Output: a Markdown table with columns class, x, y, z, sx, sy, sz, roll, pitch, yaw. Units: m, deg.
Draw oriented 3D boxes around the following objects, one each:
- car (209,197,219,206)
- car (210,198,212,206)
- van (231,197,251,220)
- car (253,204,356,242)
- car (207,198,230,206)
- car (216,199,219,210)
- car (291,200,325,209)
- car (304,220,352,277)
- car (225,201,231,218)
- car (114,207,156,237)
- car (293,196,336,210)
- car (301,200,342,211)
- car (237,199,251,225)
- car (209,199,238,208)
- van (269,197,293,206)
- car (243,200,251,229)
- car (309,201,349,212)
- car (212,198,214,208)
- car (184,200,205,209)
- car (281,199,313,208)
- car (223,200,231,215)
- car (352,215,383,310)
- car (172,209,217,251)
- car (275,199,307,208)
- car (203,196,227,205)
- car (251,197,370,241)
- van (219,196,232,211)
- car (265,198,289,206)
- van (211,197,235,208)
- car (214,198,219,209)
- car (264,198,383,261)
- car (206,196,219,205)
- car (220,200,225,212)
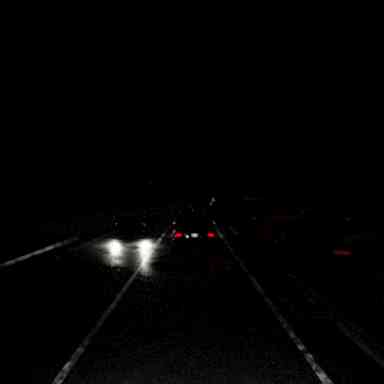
| class | x | y | z | sx | sy | sz | roll | pitch | yaw |
| --- | --- | --- | --- | --- | --- | --- | --- | --- | --- |
| car | 5.618 | 1.987 | 53.552 | 4.892 | 1.521 | 2.231 | 0 | -1 | 0 |
| car | 5.597 | 1.984 | 50.754 | 4.792 | 1.488 | 2.163 | 0 | -1 | 0 |
| van | 5.539 | 1.493 | 25.530 | 4.442 | 1.987 | 1.878 | 0 | -1 | 0 |
| car | 5.635 | 1.519 | 17.119 | 4.553 | 1.767 | 2.185 | 0 | -1 | 0 |
| car | 5.575 | 2.065 | 70.378 | 4.553 | 1.767 | 2.185 | 0 | -1 | 0 |
| car | 5.668 | 1.874 | 39.543 | 4.792 | 1.488 | 2.163 | 0 | -1 | 0 |
| car | 18.731 | 2.019 | 53.723 | 4.792 | 1.488 | 2.163 | 0 | -1 | 0 |
| car | 5.673 | 1.609 | 8.708 | 4.674 | 1.452 | 2.002 | 0 | -1 | 0 |
| car | 5.647 | 1.744 | 28.331 | 5.008 | 1.535 | 2.097 | 0 | -1 | 0 |
| car | -3.247 | 1.669 | 19.692 | 1.882 | 1.535 | 5.008 | 0 | -1 | 0 |
| car | 18.677 | 1.706 | 50.944 | 5.566 | 2.045 | 2.435 | 0 | -1 | 0 |
| car | 18.703 | 1.928 | 48.154 | 5.008 | 1.535 | 2.097 | 0 | -1 | 0 |
| car | 5.690 | 1.569 | 22.726 | 4.553 | 1.767 | 2.185 | 0 | -1 | 0 |
| car | 5.610 | 2.054 | 59.162 | 5.008 | 1.535 | 2.097 | 0 | -1 | 0 |
| van | 18.803 | 1.966 | 70.439 | 4.442 | 1.987 | 1.878 | 0 | -1 | 0 |
| car | 5.631 | 1.544 | 19.923 | 4.553 | 1.767 | 2.185 | 0 | -1 | 0 |
| car | 18.709 | 1.940 | 45.493 | 4.674 | 1.452 | 2.002 | 0 | -1 | 0 |
| car | 5.627 | 1.895 | 45.147 | 5.008 | 1.535 | 2.097 | 0 | -1 | 0 |
| car | 0.105 | 1.874 | 40.560 | 2.128 | 1.511 | 4.902 | 0 | -1 | 0 |
| car | 18.690 | 2.057 | 59.293 | 5.008 | 1.535 | 2.097 | 0 | -1 | 0 |
| car | 5.620 | 1.799 | 31.134 | 4.792 | 1.488 | 2.163 | 0 | -1 | 0 |
| car | 5.710 | 1.419 | 5.907 | 4.553 | 1.767 | 2.185 | 0 | -1 | 0 |
| car | 0.101 | 1.695 | 14.911 | 2.033 | 1.411 | 5.357 | 0 | -1 | 0 |
| car | 18.507 | 2.087 | 62.079 | 5.366 | 1.575 | 1.946 | 0 | -1 | 0 |
| car | 5.638 | 2.103 | 81.589 | 5.566 | 2.045 | 2.435 | 0 | -1 | 0 |
| car | 5.641 | 1.368 | 14.317 | 5.566 | 2.045 | 2.435 | 0 | -1 | 0 |
| van | 5.526 | 1.593 | 36.742 | 4.442 | 1.987 | 1.878 | 0 | -1 | 0 |
| car | 18.655 | 2.103 | 73.218 | 4.553 | 1.767 | 2.185 | 0 | -1 | 0 |
| van | 5.729 | 1.863 | 61.969 | 4.442 | 1.987 | 1.878 | 0 | -1 | 0 |
| car | 5.821 | 1.866 | 42.347 | 5.366 | 1.575 | 1.946 | 0 | -1 | 0 |
| car | 5.644 | 1.343 | 11.514 | 5.566 | 2.045 | 2.435 | 0 | -1 | 0 |
| car | 5.647 | 1.769 | 56.362 | 5.566 | 2.045 | 2.435 | 0 | -1 | 0 |
| car | 5.617 | 1.824 | 33.937 | 4.792 | 1.488 | 2.163 | 0 | -1 | 0 |
